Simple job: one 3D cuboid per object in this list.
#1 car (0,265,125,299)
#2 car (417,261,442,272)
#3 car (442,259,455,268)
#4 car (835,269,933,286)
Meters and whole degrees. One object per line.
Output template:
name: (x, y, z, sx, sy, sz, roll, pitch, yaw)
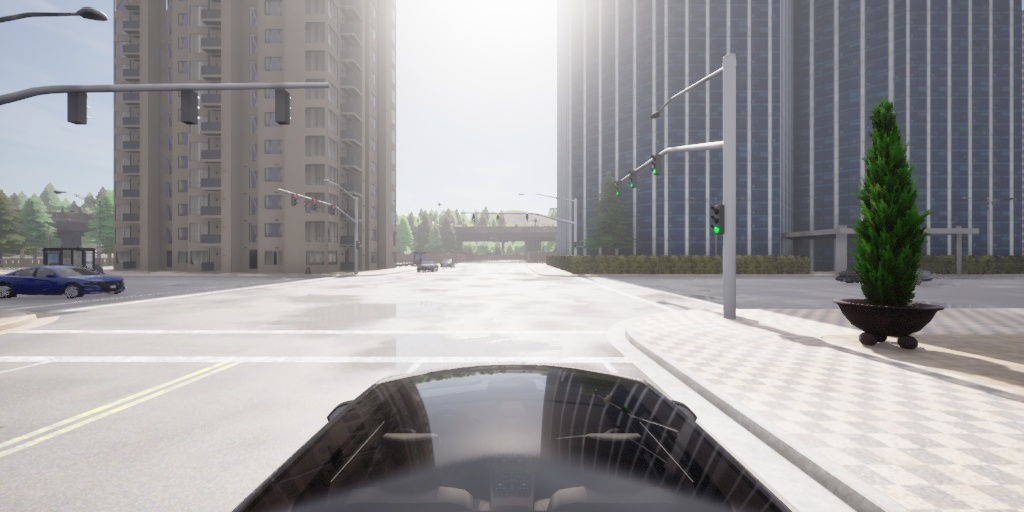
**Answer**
car: (-21.956, 1.228, 17.466, 5.008, 1.535, 1.882, 0, 0, -1)
car: (-10.581, 1.313, 45.205, 1.994, 1.385, 4.181, 0, 0, 0)
car: (-10.564, 1.239, 58.957, 2.128, 1.511, 4.902, 0, 0, 0)
car: (25.931, 1.297, 25.044, 5.357, 1.411, 2.033, 0, 0, -1)
